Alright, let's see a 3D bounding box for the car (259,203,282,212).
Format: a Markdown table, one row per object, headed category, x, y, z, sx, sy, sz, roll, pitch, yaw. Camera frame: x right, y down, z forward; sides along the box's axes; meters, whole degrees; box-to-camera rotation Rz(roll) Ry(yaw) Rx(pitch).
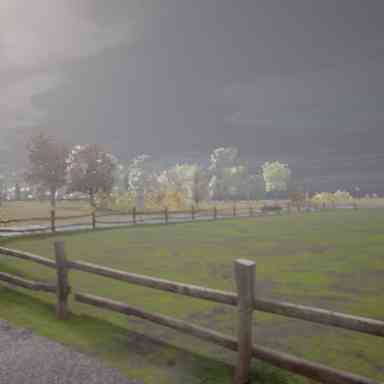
| category | x | y | z | sx | sy | sz | roll | pitch | yaw |
| --- | --- | --- | --- | --- | --- | --- | --- | --- | --- |
| car | 13.493 | 2.594 | 56.812 | 2.033 | 1.411 | 5.357 | -2 | -2 | 40 |
